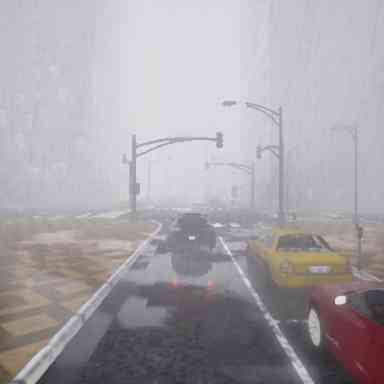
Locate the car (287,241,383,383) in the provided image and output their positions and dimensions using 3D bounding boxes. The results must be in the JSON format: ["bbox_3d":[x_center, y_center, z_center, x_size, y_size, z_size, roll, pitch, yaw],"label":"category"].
[{"bbox_3d":[2.565,1.543,3.269,1.887,1.381,4.507,0,0,0],"label":"car"}]

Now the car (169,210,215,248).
[{"bbox_3d":[0.000,1.532,14.650,1.812,1.442,4.674,0,0,0],"label":"car"}]

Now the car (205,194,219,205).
[{"bbox_3d":[3.869,1.576,59.924,1.947,1.339,4.313,0,0,0],"label":"car"}]

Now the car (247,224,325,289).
[{"bbox_3d":[2.565,1.523,8.991,1.752,1.417,4.829,0,0,0],"label":"car"}]

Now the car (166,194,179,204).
[{"bbox_3d":[-4.091,1.589,65.407,1.802,1.307,4.206,0,0,0],"label":"car"}]

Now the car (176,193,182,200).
[{"bbox_3d":[-4.183,1.560,81.989,1.947,1.339,4.313,0,0,0],"label":"car"}]

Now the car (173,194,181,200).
[{"bbox_3d":[-4.245,1.422,93.045,1.967,1.590,4.097,0,0,0],"label":"car"}]

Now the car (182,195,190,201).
[{"bbox_3d":[-1.619,1.528,82.160,2.033,1.411,5.357,0,0,0],"label":"car"}]

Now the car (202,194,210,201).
[{"bbox_3d":[3.666,1.428,87.561,1.967,1.590,4.097,0,0,0],"label":"car"}]

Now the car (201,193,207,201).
[{"bbox_3d":[3.697,1.309,82.033,2.192,1.841,5.009,0,0,0],"label":"car"}]
